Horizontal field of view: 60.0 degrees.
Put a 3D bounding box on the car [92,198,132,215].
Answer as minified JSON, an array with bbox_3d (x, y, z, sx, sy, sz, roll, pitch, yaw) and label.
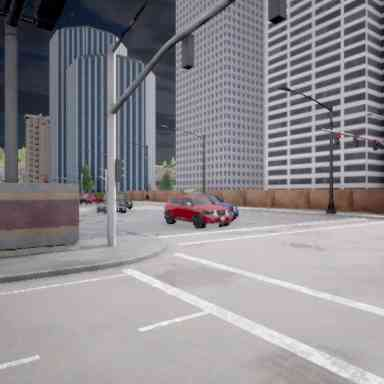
[{"bbox_3d":[-8.187,1.564,33.767,1.994,1.385,4.181,0,0,-35],"label":"car"}]

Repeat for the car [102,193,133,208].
[{"bbox_3d":[-9.326,1.218,41.463,2.150,2.045,5.566,0,1,-35],"label":"car"}]

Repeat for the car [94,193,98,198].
[{"bbox_3d":[-19.163,1.222,61.829,2.150,2.045,5.566,0,0,-35],"label":"car"}]

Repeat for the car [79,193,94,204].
[{"bbox_3d":[-18.118,1.132,54.099,1.882,1.535,5.008,0,0,-35],"label":"car"}]

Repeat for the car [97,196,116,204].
[{"bbox_3d":[-16.571,1.547,64.210,2.033,1.411,5.357,0,0,-34],"label":"car"}]

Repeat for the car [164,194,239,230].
[{"bbox_3d":[0.215,1.222,21.842,2.150,2.045,5.566,0,0,-35],"label":"car"}]

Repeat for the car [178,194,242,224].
[{"bbox_3d":[1.267,1.221,26.428,2.150,2.045,5.566,0,0,-35],"label":"car"}]
